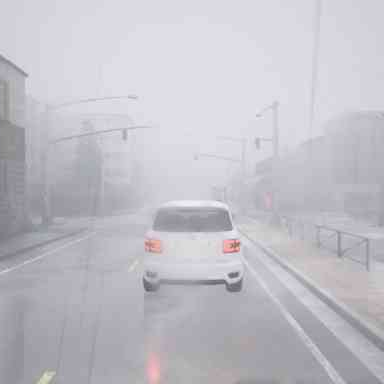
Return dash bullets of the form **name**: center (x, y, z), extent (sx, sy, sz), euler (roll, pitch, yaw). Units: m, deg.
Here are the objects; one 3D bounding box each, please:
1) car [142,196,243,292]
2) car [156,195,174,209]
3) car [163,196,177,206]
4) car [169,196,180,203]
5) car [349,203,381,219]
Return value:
- **car**: center (0.033, 1.221, 9.074), extent (2.150, 2.045, 5.566), euler (0, 0, 1)
- **car**: center (-3.703, 1.352, 46.586), extent (2.097, 1.767, 4.553), euler (0, 0, 0)
- **car**: center (-3.711, 1.491, 56.967), extent (2.128, 1.511, 4.902), euler (0, 0, 0)
- **car**: center (-3.658, 1.545, 69.143), extent (2.033, 1.411, 5.357), euler (0, 0, 0)
- **car**: center (16.648, 1.740, 30.262), extent (4.181, 1.385, 1.994), euler (0, 0, 0)
